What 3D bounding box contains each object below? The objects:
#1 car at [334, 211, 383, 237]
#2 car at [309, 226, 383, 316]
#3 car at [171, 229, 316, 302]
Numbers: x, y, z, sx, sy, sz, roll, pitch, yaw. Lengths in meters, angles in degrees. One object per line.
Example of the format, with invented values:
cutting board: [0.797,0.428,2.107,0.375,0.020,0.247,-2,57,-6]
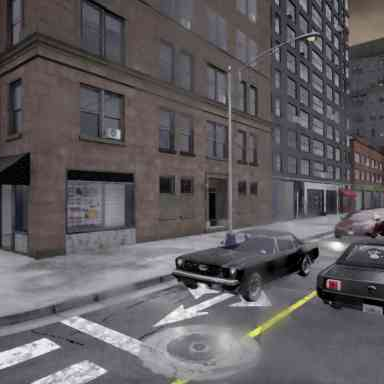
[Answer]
car: [9.249,1.759,18.129,1.812,1.442,4.674,-1,-1,39]
car: [4.385,1.677,7.218,1.895,1.301,4.718,-1,-1,39]
car: [1.645,1.717,8.812,1.895,1.301,4.718,-1,-1,40]
